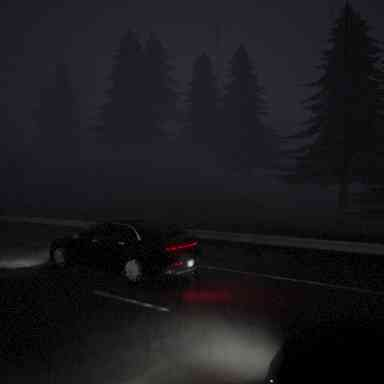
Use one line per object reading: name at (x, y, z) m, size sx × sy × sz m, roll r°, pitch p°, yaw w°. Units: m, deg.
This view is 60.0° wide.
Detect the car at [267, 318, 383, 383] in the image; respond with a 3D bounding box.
car at (2.837, 1.502, 1.866) m, size 4.892 × 1.490 × 1.837 m, roll 0°, pitch 0°, yaw 36°

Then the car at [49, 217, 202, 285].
car at (-2.045, 1.490, 9.458) m, size 4.892 × 1.490 × 1.837 m, roll 0°, pitch 0°, yaw 34°
